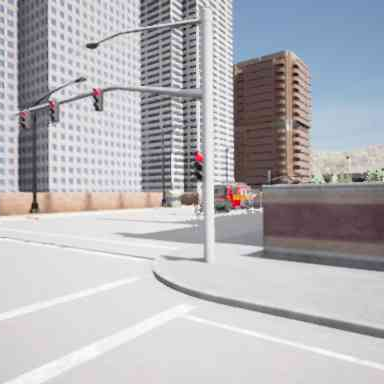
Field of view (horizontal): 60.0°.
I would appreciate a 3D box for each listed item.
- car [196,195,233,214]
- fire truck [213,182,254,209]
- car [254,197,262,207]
[{"bbox_3d":[2.354,1.572,37.939,2.097,1.767,4.553,-1,0,36],"label":"car"},{"bbox_3d":[5.436,0.590,47.985,2.891,3.827,8.468,-1,0,36],"label":"fire truck"},{"bbox_3d":[11.211,1.607,55.878,2.097,1.767,4.553,-1,0,36],"label":"car"}]
